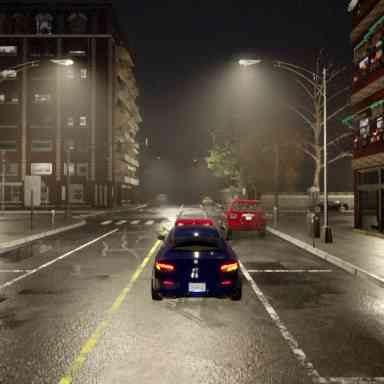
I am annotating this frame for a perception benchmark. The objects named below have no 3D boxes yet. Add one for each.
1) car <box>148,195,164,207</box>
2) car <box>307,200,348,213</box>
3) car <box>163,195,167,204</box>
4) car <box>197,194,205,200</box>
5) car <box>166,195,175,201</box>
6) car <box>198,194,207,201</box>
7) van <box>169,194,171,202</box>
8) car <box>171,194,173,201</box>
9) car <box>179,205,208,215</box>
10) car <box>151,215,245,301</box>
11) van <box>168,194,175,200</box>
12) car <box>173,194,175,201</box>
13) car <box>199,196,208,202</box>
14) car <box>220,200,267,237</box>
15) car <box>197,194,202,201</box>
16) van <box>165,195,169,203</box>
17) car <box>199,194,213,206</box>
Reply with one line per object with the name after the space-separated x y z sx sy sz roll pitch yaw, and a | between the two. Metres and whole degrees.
-5.733 1.614 50.633 1.802 1.307 4.206 1 0 0 | car
15.171 1.609 37.191 4.313 1.339 1.947 0 -1 0 | car
-5.740 1.619 56.170 1.802 1.307 4.206 1 0 0 | car
2.601 1.396 94.940 2.192 1.841 5.009 1 0 0 | car
-5.777 1.625 89.403 2.008 1.369 4.403 1 0 0 | car
2.613 1.382 83.865 2.192 1.841 5.009 1 0 0 | car
-5.748 1.389 67.248 1.690 1.788 3.998 1 0 0 | van
-5.758 1.636 72.787 1.802 1.307 4.206 1 0 0 | car
0.081 1.609 17.954 1.895 1.301 4.718 0 0 0 | car
0.092 1.529 8.211 1.812 1.442 4.674 0 0 0 | car
-5.779 1.422 94.941 1.690 1.788 3.998 1 0 0 | van
-5.764 1.611 78.325 2.008 1.369 4.403 1 0 0 | car
2.615 1.626 78.327 1.947 1.339 4.313 1 0 0 | car
2.688 1.323 18.144 2.192 1.841 5.009 1 0 0 | car
2.622 1.605 72.788 2.008 1.369 4.403 1 0 0 | car
-5.741 1.383 61.709 1.690 1.788 3.998 1 0 0 | van
2.641 1.563 56.344 1.752 1.417 4.829 1 0 0 | car
